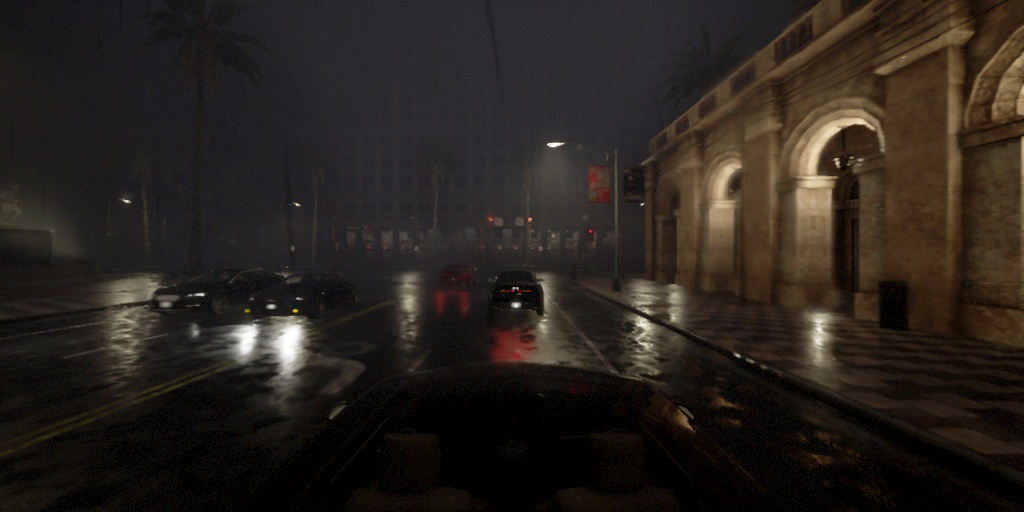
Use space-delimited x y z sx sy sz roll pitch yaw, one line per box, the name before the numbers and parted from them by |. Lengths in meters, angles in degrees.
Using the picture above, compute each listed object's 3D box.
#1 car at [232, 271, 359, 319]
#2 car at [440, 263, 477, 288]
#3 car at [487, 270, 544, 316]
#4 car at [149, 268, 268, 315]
car | -7.060 1.293 12.509 1.994 1.385 4.181 0 0 0
car | -3.376 1.190 23.278 1.882 1.535 5.008 0 0 1
car | 0.131 1.235 13.264 1.837 1.490 4.892 0 0 0
car | -10.555 1.218 13.398 2.128 1.511 4.902 0 0 0
